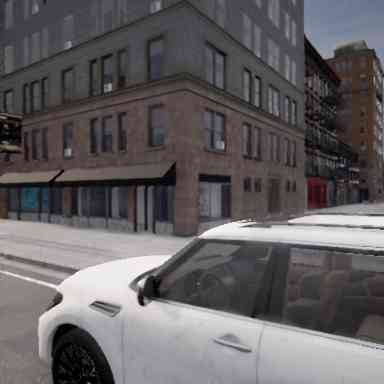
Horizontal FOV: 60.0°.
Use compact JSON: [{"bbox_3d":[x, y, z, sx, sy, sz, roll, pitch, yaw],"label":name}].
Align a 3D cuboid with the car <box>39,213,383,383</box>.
[{"bbox_3d":[0.950,1.221,3.011,5.566,2.045,2.150,0,0,35],"label":"car"}]
